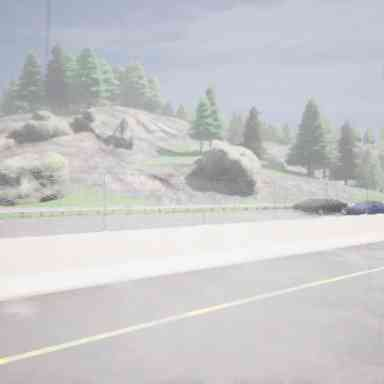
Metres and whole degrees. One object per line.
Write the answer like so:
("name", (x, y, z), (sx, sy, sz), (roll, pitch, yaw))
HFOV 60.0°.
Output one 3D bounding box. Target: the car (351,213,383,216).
("car", (15.895, 1.485, 29.792), (4.674, 1.442, 1.812), (0, 0, -27))
